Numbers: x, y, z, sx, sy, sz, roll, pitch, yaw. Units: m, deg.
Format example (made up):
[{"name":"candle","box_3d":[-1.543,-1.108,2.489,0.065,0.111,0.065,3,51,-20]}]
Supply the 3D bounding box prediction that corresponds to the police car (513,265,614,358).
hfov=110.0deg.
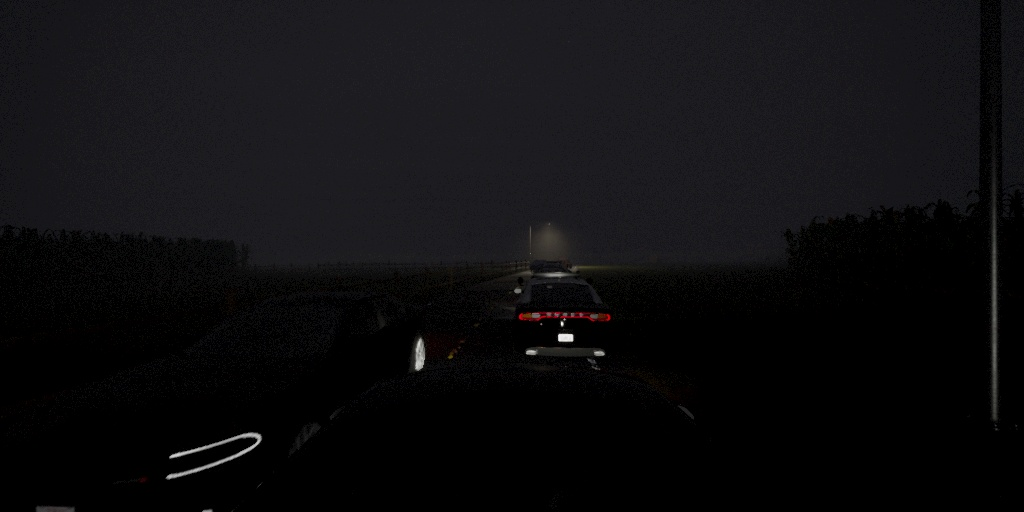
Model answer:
[{"name":"police car","box_3d":[1.063,1.173,8.632,1.930,1.638,5.238,0,0,3]}]

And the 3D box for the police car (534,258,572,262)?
[{"name":"police car","box_3d":[2.874,1.157,24.279,1.930,1.638,5.238,0,0,10]}]

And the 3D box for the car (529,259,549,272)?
[{"name":"car","box_3d":[3.466,1.184,45.425,1.882,1.535,5.008,0,0,12]}]

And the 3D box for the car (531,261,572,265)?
[{"name":"car","box_3d":[1.981,1.216,18.326,1.882,1.535,5.008,0,0,7]}]

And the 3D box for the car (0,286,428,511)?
[{"name":"car","box_3d":[-2.531,1.227,4.563,1.882,1.535,5.008,0,0,2]}]
